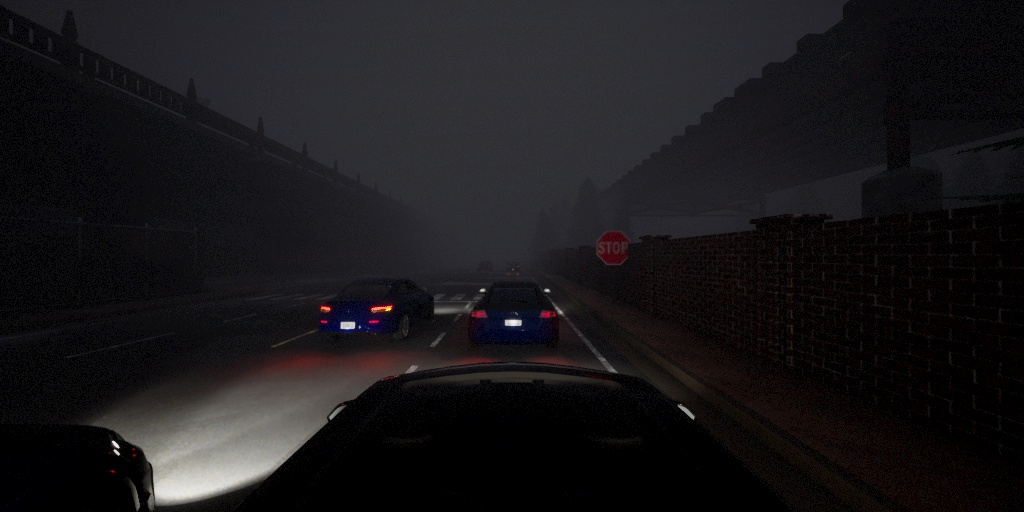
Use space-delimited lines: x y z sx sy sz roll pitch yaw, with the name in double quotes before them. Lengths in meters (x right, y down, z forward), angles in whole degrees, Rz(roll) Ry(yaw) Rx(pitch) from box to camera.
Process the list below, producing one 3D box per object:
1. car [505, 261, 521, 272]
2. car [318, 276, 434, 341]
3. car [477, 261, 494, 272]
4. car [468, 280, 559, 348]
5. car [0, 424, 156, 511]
"car" 0.099 1.351 46.036 1.895 1.301 4.718 0 0 -1
"car" -3.412 1.276 9.740 1.812 1.442 4.674 0 0 0
"car" -3.395 1.297 45.873 2.033 1.411 5.357 0 0 -1
"car" 0.069 1.314 9.218 1.994 1.385 4.181 0 0 1
"car" -3.398 1.314 0.644 1.994 1.385 4.181 0 0 0
